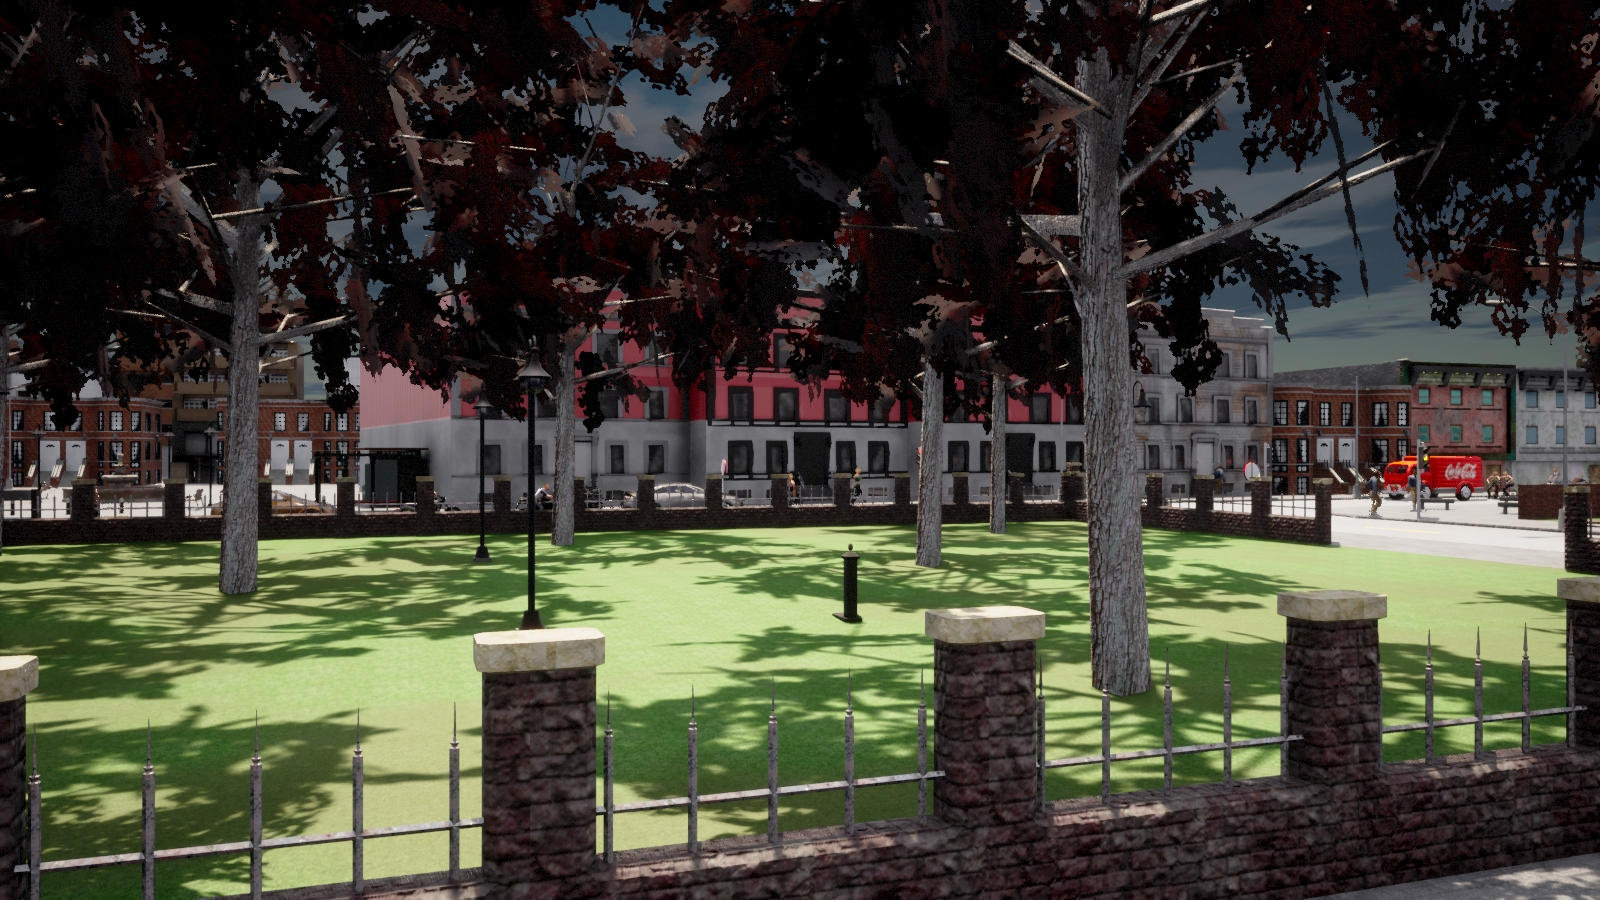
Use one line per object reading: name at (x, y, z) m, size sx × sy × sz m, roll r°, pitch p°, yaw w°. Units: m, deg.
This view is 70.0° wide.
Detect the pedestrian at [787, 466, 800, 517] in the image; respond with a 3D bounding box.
pedestrian at (-0.254, 1.525, 42.157) m, size 0.375 × 1.860 × 0.375 m, roll 0°, pitch 0°, yaw -18°

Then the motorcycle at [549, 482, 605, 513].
motorcycle at (-9.446, 1.985, 48.342) m, size 2.209 × 1.251 × 0.867 m, roll 0°, pitch 0°, yaw -19°

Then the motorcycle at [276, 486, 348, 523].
motorcycle at (-17.611, 1.950, 41.298) m, size 2.356 × 1.277 × 0.764 m, roll 0°, pitch 0°, yaw -19°

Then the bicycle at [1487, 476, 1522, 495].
bicycle at (40.458, 2.036, 65.608) m, size 1.487 × 1.080 × 0.859 m, roll 0°, pitch 0°, yaw 1°

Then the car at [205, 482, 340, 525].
car at (-18.776, 1.899, 40.895) m, size 4.181 × 1.385 × 1.994 m, roll 0°, pitch 0°, yaw -18°

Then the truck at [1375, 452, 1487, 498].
truck at (35.004, 1.348, 63.458) m, size 5.204 × 2.467 × 2.627 m, roll 0°, pitch 0°, yaw -19°

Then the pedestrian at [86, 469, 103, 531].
pedestrian at (-21.531, 1.523, 34.867) m, size 0.375 × 1.860 × 0.375 m, roll 0°, pitch 0°, yaw -19°

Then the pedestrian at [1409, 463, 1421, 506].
pedestrian at (26.830, 1.517, 49.873) m, size 0.375 × 1.860 × 0.375 m, roll 0°, pitch 0°, yaw 13°

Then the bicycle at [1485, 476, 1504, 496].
bicycle at (39.299, 2.036, 64.656) m, size 0.859 × 1.080 × 1.487 m, roll 0°, pitch 0°, yaw 35°

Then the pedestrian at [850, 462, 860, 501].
pedestrian at (2.667, 1.524, 55.060) m, size 0.375 × 1.860 × 0.375 m, roll 0°, pitch 0°, yaw 25°

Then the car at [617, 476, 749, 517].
car at (-4.677, 1.827, 45.707) m, size 4.902 × 1.511 × 2.128 m, roll 0°, pitch 0°, yaw -19°

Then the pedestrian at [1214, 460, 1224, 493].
pedestrian at (23.805, 1.523, 64.933) m, size 0.375 × 1.860 × 0.375 m, roll 0°, pitch 0°, yaw -19°

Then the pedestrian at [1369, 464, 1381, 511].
pedestrian at (23.308, 1.518, 46.307) m, size 0.375 × 1.860 × 0.375 m, roll 0°, pitch 0°, yaw 17°
